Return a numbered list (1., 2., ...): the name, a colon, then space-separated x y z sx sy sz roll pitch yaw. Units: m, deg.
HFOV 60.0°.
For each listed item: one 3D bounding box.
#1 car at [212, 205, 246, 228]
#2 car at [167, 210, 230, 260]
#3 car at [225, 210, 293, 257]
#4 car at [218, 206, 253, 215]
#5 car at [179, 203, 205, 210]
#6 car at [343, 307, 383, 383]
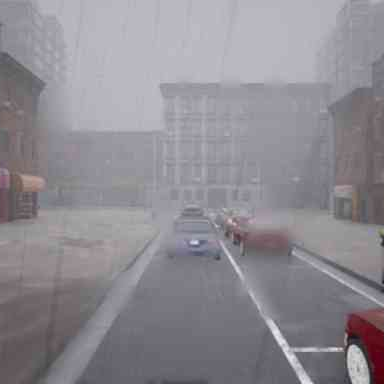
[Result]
1. car: 2.590 1.694 24.206 2.008 1.369 4.403 0 0 0
2. car: 0.069 1.622 12.780 2.033 1.411 5.357 0 0 0
3. car: 2.616 1.622 13.199 1.887 1.381 4.507 0 0 0
4. car: 2.604 1.550 18.703 1.967 1.590 4.097 0 0 0
5. car: 0.035 1.669 27.644 1.837 1.490 4.892 0 0 0
6. car: 2.642 1.558 2.192 1.887 1.381 4.507 0 0 0
